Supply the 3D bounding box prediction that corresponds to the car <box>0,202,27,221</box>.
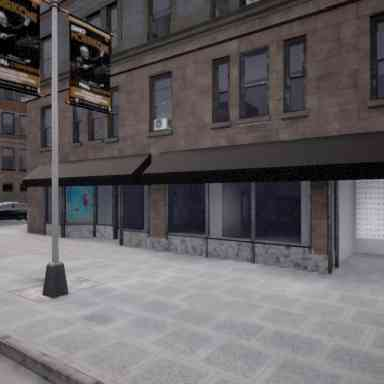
[{"bbox_3d":[-14.125,1.545,25.231,1.837,1.490,4.892,0,0,37],"label":"car"}]
